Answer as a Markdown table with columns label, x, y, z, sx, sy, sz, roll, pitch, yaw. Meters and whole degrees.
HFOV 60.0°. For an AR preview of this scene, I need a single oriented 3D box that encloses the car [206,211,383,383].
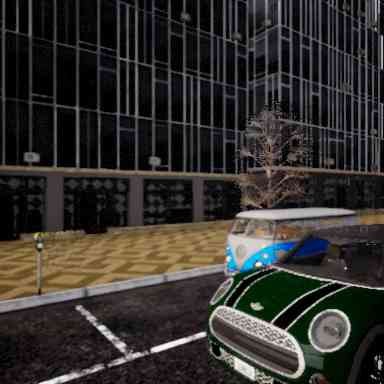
| label | x | y | z | sx | sy | sz | roll | pitch | yaw |
| --- | --- | --- | --- | --- | --- | --- | --- | --- | --- |
| car | 2.402 | 1.340 | 4.967 | 4.553 | 1.767 | 2.097 | 0 | 0 | -35 |

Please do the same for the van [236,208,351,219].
| label | x | y | z | sx | sy | sz | roll | pitch | yaw |
| --- | --- | --- | --- | --- | --- | --- | --- | --- | --- |
| van | 2.669 | 1.324 | 8.461 | 3.998 | 1.788 | 1.690 | 0 | 0 | -35 |
